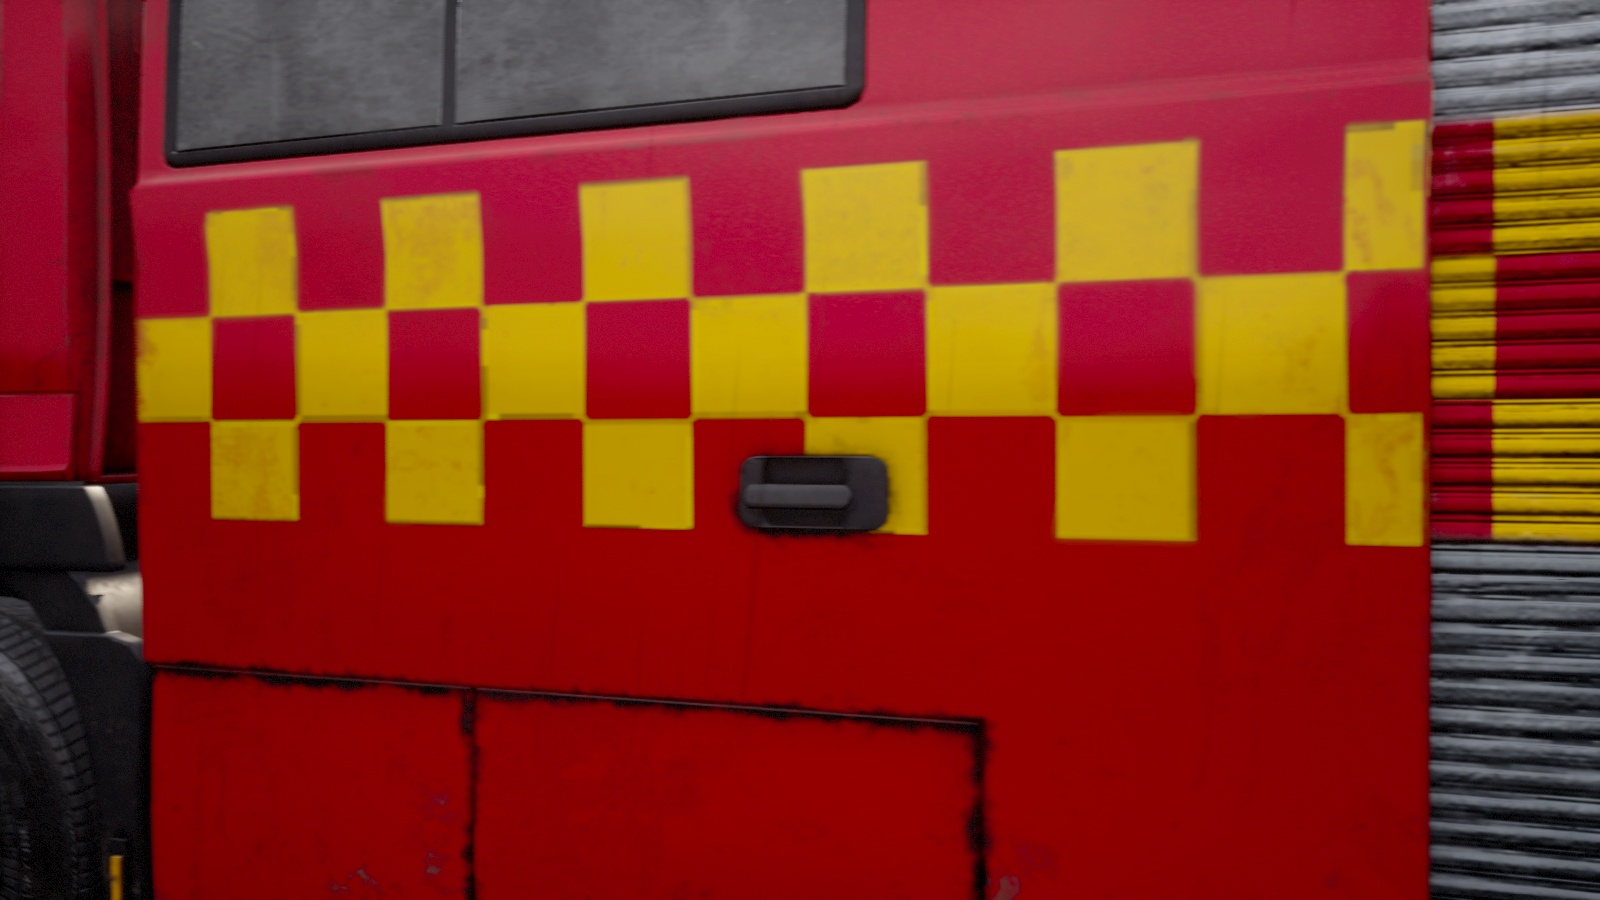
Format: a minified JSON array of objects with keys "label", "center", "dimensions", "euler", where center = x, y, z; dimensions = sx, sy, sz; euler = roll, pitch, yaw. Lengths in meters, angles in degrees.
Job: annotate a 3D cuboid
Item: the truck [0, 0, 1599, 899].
[{"label":"truck","center":[0.290,-0.395,3.607],"dimensions":[8.468,3.827,2.891],"euler":[1,1,19]}]
